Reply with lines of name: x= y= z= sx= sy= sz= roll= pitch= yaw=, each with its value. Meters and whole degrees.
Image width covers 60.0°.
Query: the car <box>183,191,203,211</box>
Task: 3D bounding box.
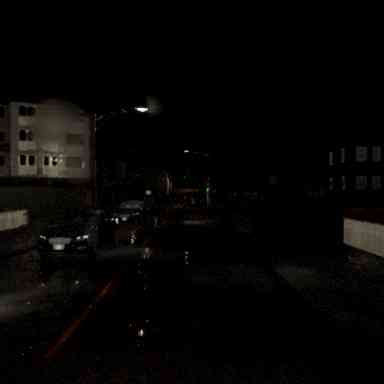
car: x=0.105 y=1.128 z=37.198 sx=2.097 sy=1.767 sz=4.553 roll=0 pitch=0 yaw=0

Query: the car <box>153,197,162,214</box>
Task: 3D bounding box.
car: x=-4.050 y=1.280 z=32.819 sx=1.882 sy=1.535 sz=5.008 roll=0 pitch=0 yaw=0

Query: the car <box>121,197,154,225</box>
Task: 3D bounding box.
car: x=-4.090 y=1.355 z=22.644 sx=2.128 sy=1.511 sz=4.902 roll=0 pitch=0 yaw=0

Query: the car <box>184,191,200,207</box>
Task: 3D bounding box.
car: x=0.007 y=0.938 z=47.127 sx=2.150 sy=2.045 sz=5.566 roll=0 pitch=0 yaw=0

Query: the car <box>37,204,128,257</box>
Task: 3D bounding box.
car: x=-4.098 y=1.414 z=12.680 sx=2.128 sy=1.511 sz=4.902 roll=0 pitch=0 yaw=0
